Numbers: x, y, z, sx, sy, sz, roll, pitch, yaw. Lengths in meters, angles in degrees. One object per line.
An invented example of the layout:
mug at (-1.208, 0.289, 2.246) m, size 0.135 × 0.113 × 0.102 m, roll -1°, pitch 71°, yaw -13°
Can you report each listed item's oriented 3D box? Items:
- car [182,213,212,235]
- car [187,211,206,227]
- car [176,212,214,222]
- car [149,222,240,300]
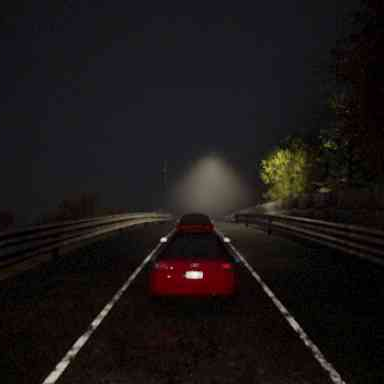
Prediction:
car at (0.363, 2.296, 24.996) m, size 2.033 × 1.411 × 5.357 m, roll 0°, pitch -3°, yaw 1°
car at (0.532, 2.916, 35.933) m, size 1.882 × 1.535 × 5.008 m, roll 0°, pitch -4°, yaw 2°
car at (0.173, 1.898, 17.872) m, size 1.882 × 1.535 × 5.008 m, roll 0°, pitch -2°, yaw 1°
car at (0.086, 1.697, 8.742) m, size 1.994 × 1.385 × 4.181 m, roll 0°, pitch -1°, yaw 1°
